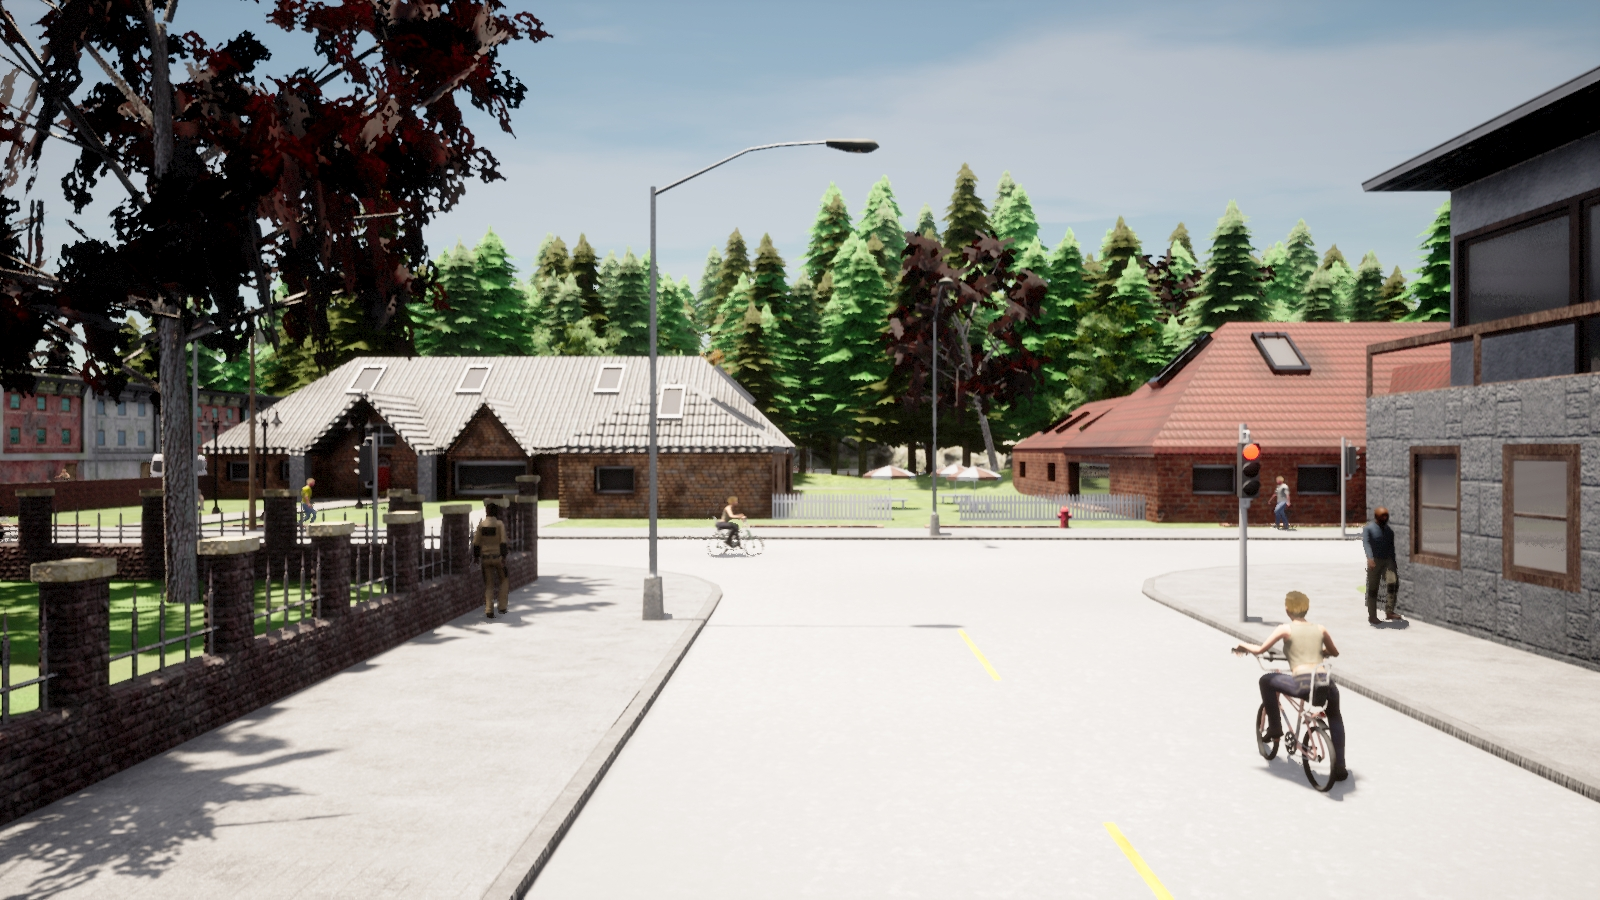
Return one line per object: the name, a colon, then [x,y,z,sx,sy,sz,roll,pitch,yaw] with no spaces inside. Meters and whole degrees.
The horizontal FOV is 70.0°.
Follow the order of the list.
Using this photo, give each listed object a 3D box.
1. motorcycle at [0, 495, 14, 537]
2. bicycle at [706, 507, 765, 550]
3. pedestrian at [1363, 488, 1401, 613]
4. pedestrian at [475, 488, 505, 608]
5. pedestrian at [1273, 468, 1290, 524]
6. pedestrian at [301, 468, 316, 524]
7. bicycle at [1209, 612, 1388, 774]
motorcycle: [-25.166,1.999,34.540,2.209,1.251,0.867,0,0,-2]
bicycle: [-1.680,2.048,29.904,1.487,1.080,0.859,0,0,2]
pedestrian: [8.876,1.523,17.428,0.375,1.860,0.375,0,0,0]
pedestrian: [-4.871,1.530,17.970,0.375,1.860,0.375,0,0,0]
pedestrian: [16.179,1.540,38.409,0.375,1.860,0.375,0,0,-10]
pedestrian: [-16.552,1.539,38.484,0.375,1.860,0.375,0,0,-7]
bicycle: [4.247,2.041,9.857,0.859,1.080,1.487,0,0,-2]
